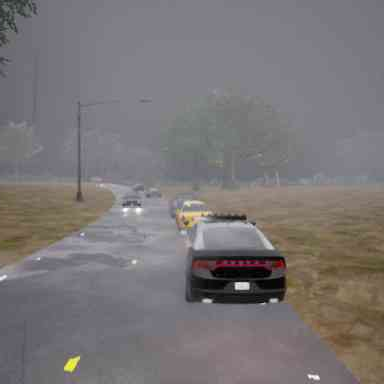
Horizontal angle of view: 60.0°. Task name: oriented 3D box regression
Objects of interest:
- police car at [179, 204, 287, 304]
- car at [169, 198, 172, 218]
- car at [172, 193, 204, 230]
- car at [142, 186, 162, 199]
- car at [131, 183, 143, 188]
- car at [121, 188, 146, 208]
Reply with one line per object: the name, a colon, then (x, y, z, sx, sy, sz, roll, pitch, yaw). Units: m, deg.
police car: (0.747, 1.349, 8.212, 1.930, 1.638, 5.238, 0, 1, -2)
car: (-0.568, 0.843, 24.192, 2.097, 1.767, 4.553, -1, 1, -7)
car: (0.042, 1.148, 18.371, 1.801, 1.575, 5.366, -2, 3, -5)
car: (-5.325, 0.111, 45.666, 1.812, 1.442, 4.674, 0, 3, -13)
car: (-10.370, -0.890, 63.605, 1.837, 1.490, 4.892, 0, 3, -20)
car: (-5.923, 0.713, 32.933, 2.033, 1.411, 5.357, 0, 2, -10)
